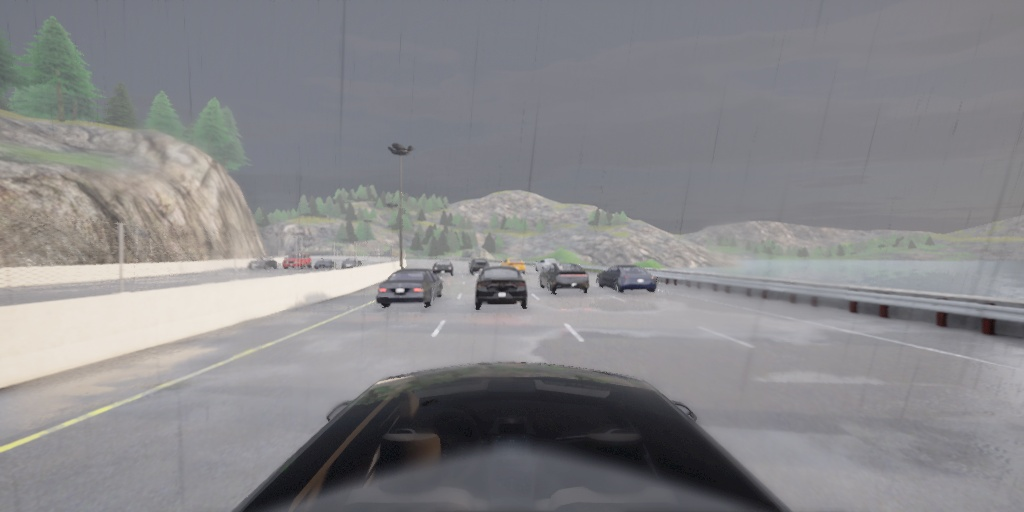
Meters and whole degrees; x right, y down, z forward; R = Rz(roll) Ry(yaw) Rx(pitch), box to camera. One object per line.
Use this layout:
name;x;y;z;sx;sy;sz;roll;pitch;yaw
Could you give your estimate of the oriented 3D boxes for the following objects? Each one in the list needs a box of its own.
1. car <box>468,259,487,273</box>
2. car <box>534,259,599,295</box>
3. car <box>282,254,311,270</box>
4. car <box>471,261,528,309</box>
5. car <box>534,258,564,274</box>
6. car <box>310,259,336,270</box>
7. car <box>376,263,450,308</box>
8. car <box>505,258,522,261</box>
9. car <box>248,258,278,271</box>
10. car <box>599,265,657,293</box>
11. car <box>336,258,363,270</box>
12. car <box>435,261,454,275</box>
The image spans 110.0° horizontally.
car;-3.297;1.001;35.687;1.837;1.490;4.892;0;0;-10
car;2.625;1.103;18.889;2.128;1.511;4.902;0;0;-5
car;-27.423;0.698;46.026;2.150;2.045;5.566;0;0;-15
car;-0.498;1.130;14.513;1.882;1.535;5.008;0;0;-4
car;3.670;1.000;36.398;1.812;1.442;4.674;0;0;-10
car;-23.769;1.031;45.841;1.994;1.385;4.181;0;0;-15
car;-3.994;1.207;14.735;2.033;1.411;5.357;0;0;-4
car;0.045;0.957;36.820;1.882;1.535;5.008;0;0;-11
car;-30.530;0.989;44.047;2.128;1.511;4.902;0;0;-15
car;6.077;1.163;19.464;1.994;1.385;4.181;0;0;-5
car;-19.811;0.958;44.529;2.128;1.511;4.902;0;1;-14
car;-6.522;1.118;33.997;1.895;1.301;4.718;0;0;-10
